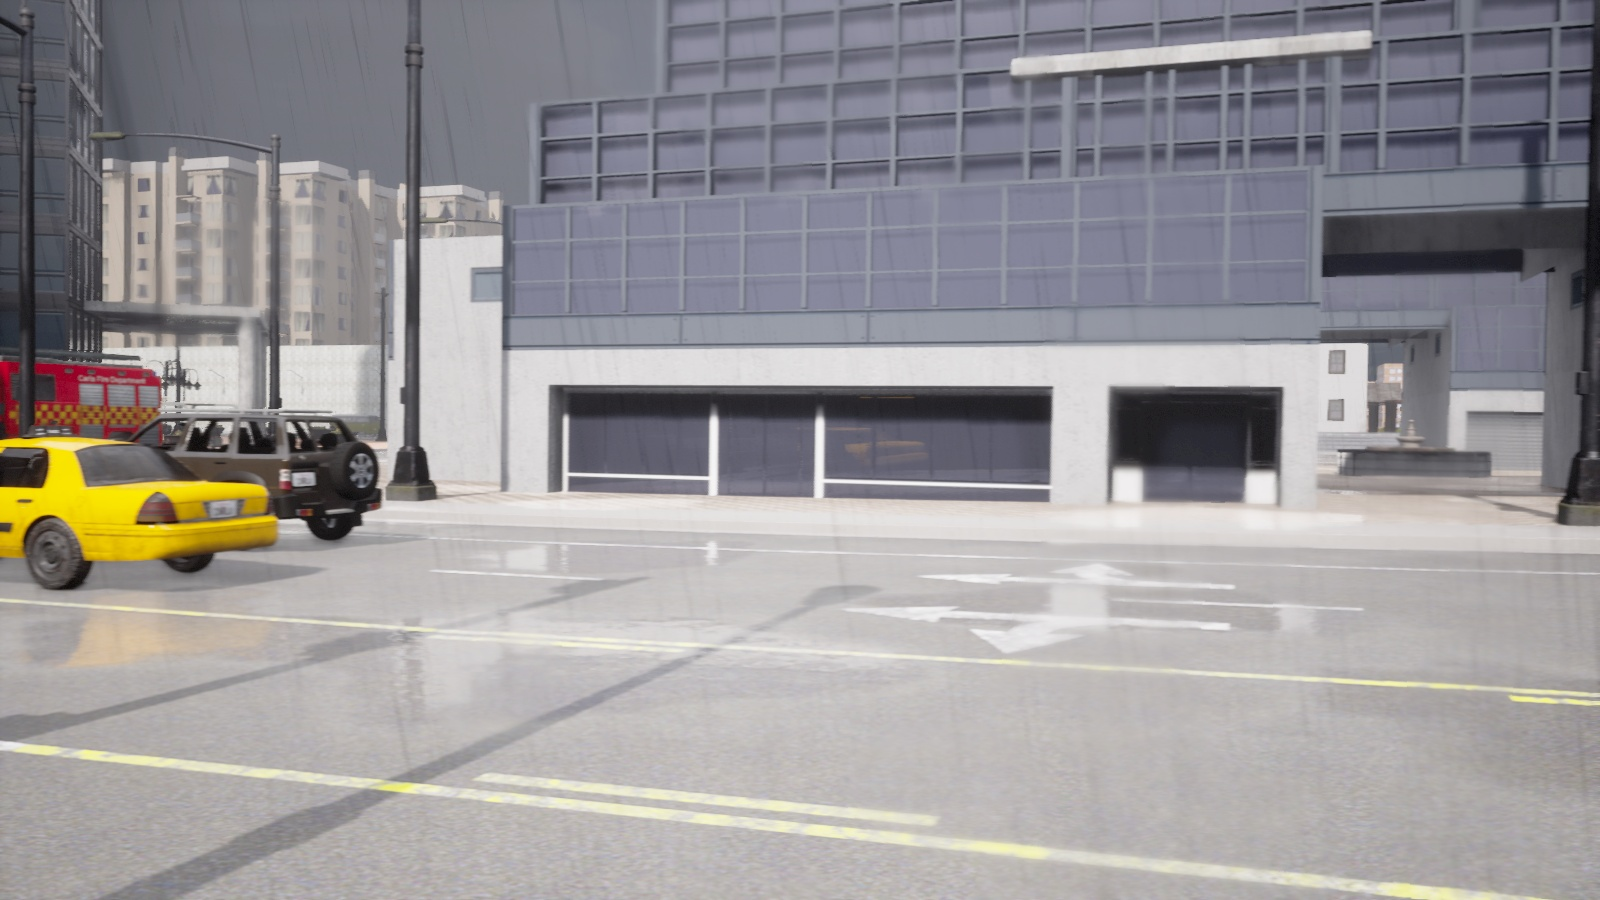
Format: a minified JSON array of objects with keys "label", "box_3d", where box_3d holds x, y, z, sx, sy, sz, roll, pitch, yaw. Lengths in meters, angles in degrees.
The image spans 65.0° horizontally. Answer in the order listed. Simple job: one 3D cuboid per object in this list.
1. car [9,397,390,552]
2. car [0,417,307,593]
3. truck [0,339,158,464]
[{"label":"car","box_3d":[-8.097,0.251,16.974,4.605,1.855,1.932,1,1,19]},{"label":"car","box_3d":[-8.008,0.449,13.191,5.366,1.575,1.801,1,1,19]},{"label":"truck","box_3d":[-25.412,-1.546,40.764,2.891,3.827,8.468,2,1,19]}]
